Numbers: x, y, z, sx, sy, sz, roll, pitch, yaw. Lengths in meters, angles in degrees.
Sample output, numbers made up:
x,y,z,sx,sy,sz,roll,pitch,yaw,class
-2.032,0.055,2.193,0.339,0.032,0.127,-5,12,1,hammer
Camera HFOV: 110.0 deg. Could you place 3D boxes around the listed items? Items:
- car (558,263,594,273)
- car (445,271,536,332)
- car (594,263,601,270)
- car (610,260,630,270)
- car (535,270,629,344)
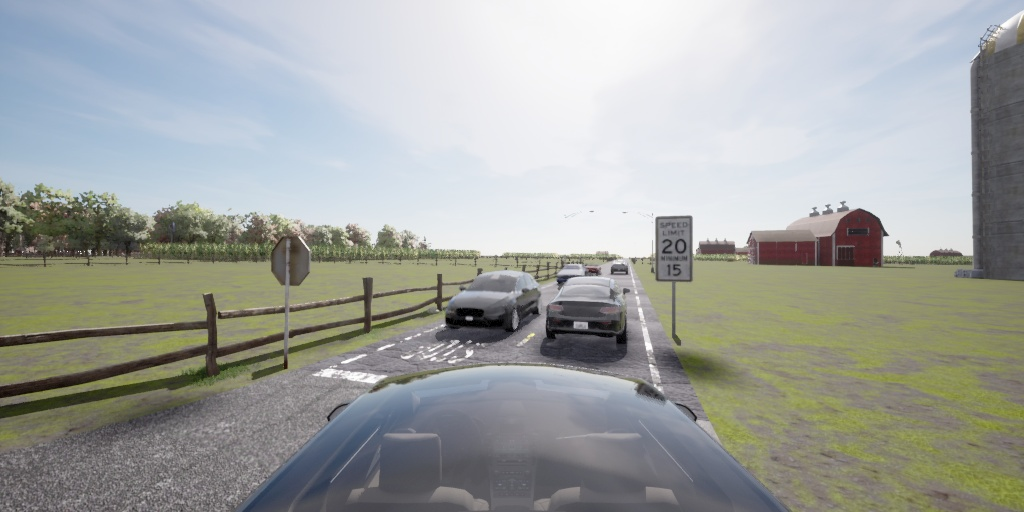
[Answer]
x,y,z,sx,sy,sz,roll,pitch,yaw,class
4.626,1.314,26.642,2.033,1.411,5.357,0,0,18,car
-0.339,1.258,11.120,1.837,1.490,4.892,0,1,17,car
8.462,1.374,38.406,1.895,1.301,4.718,0,0,18,car
12.333,1.268,41.052,2.128,1.511,4.902,0,0,18,car
2.139,1.281,9.666,1.812,1.442,4.674,0,0,18,car
